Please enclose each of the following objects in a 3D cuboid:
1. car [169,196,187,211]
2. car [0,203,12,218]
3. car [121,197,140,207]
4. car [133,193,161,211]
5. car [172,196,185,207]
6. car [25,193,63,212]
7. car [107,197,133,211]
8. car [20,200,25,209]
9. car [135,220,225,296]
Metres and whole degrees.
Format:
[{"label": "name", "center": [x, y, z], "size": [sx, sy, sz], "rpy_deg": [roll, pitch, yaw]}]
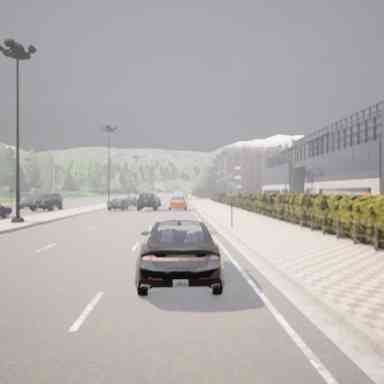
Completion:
[{"label": "car", "center": [-1.679, 1.257, 39.781], "size": [2.097, 1.767, 4.553], "rpy_deg": [0, 0, -2]}, {"label": "car", "center": [-16.225, 1.539, 26.219], "size": [1.895, 1.301, 4.718], "rpy_deg": [0, 0, -2]}, {"label": "car", "center": [-9.071, 1.430, 49.524], "size": [2.033, 1.411, 5.357], "rpy_deg": [0, 0, -2]}, {"label": "car", "center": [-5.150, 1.129, 38.983], "size": [2.150, 2.045, 5.566], "rpy_deg": [0, 0, -2]}, {"label": "car", "center": [-2.078, 1.386, 49.830], "size": [1.837, 1.490, 4.892], "rpy_deg": [0, 0, -2]}, {"label": "car", "center": [-16.691, 1.133, 38.397], "size": [2.150, 2.045, 5.566], "rpy_deg": [0, 0, -3]}, {"label": "car", "center": [-8.663, 1.454, 39.231], "size": [2.033, 1.411, 5.357], "rpy_deg": [0, 0, -2]}, {"label": "car", "center": [-20.307, 1.413, 42.511], "size": [1.837, 1.490, 4.892], "rpy_deg": [0, 0, -2]}, {"label": "car", "center": [-0.322, 1.471, 8.592], "size": [2.128, 1.511, 4.902], "rpy_deg": [0, 0, -3]}]
